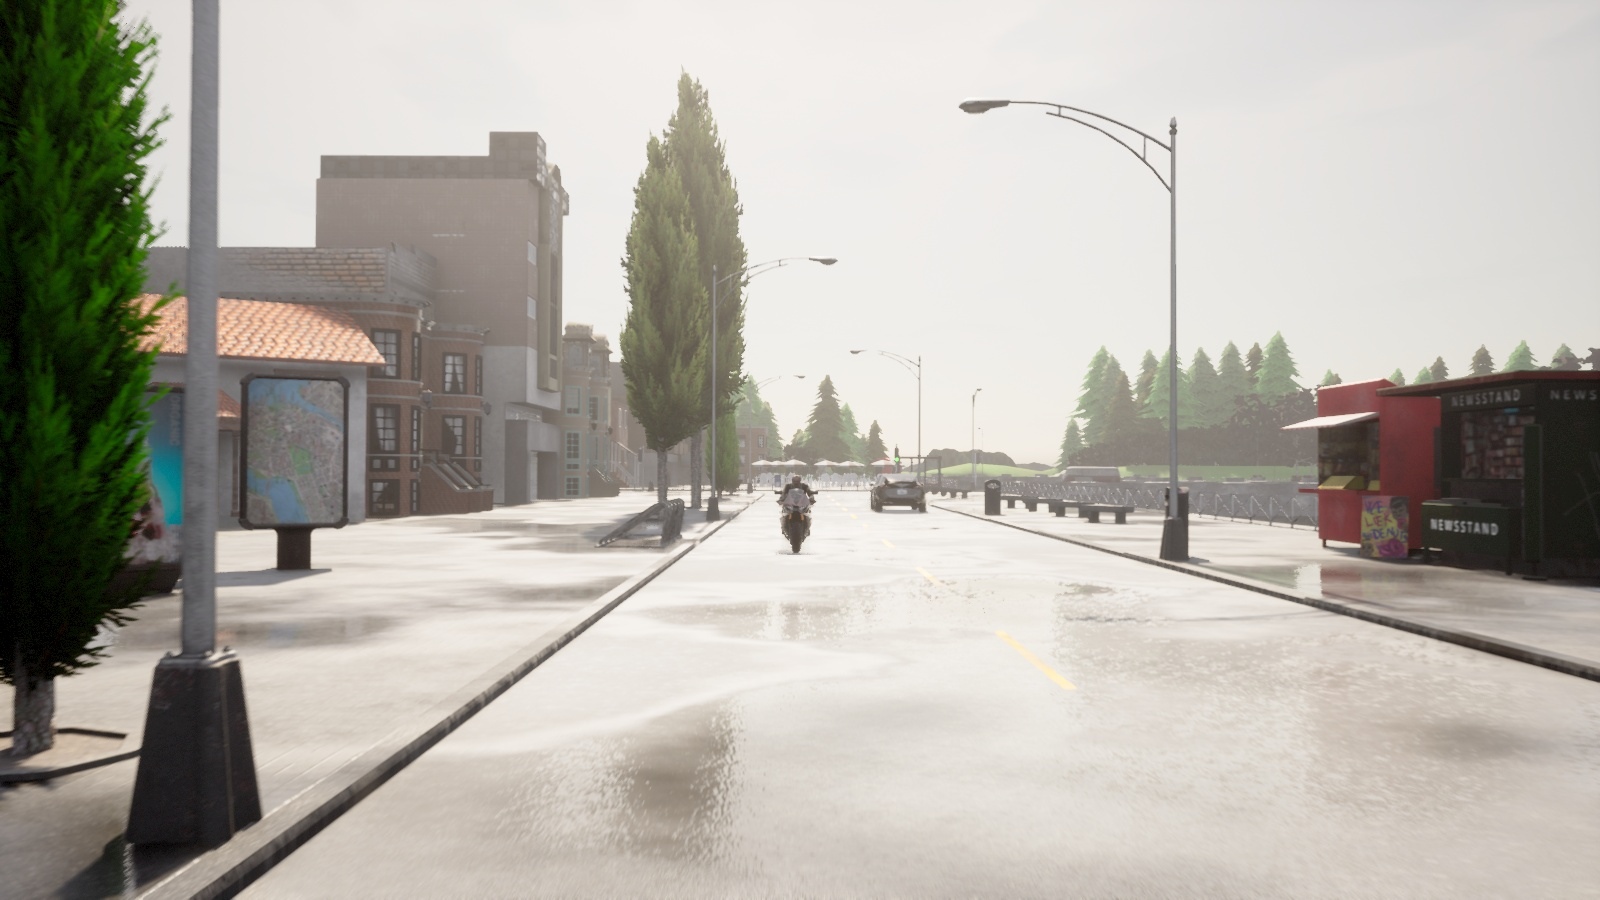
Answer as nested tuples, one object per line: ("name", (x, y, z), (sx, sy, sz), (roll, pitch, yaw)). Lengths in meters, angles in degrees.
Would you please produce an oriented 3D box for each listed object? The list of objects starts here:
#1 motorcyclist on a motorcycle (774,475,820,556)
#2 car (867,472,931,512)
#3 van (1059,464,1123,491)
("motorcyclist on a motorcycle", (-0.065, 1.268, 24.976), (0.866, 1.530, 2.191), (0, -1, 0))
("car", (3.869, 1.635, 49.926), (2.163, 1.488, 4.792), (0, -1, 0))
("van", (21.982, 2.068, 94.897), (4.442, 1.987, 1.775), (0, -1, 1))
